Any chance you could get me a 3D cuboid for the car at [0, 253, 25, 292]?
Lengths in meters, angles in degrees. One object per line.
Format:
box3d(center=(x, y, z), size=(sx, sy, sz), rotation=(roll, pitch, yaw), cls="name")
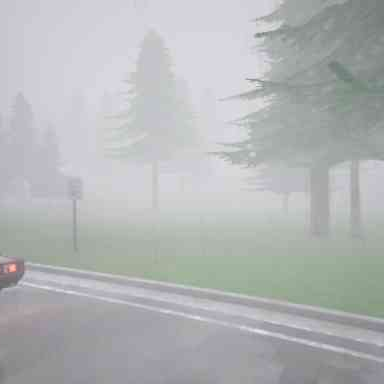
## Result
box3d(center=(-5.971, 1.619, 7.309), size=(4.718, 1.301, 1.895), rotation=(0, 0, 28), cls="car")
